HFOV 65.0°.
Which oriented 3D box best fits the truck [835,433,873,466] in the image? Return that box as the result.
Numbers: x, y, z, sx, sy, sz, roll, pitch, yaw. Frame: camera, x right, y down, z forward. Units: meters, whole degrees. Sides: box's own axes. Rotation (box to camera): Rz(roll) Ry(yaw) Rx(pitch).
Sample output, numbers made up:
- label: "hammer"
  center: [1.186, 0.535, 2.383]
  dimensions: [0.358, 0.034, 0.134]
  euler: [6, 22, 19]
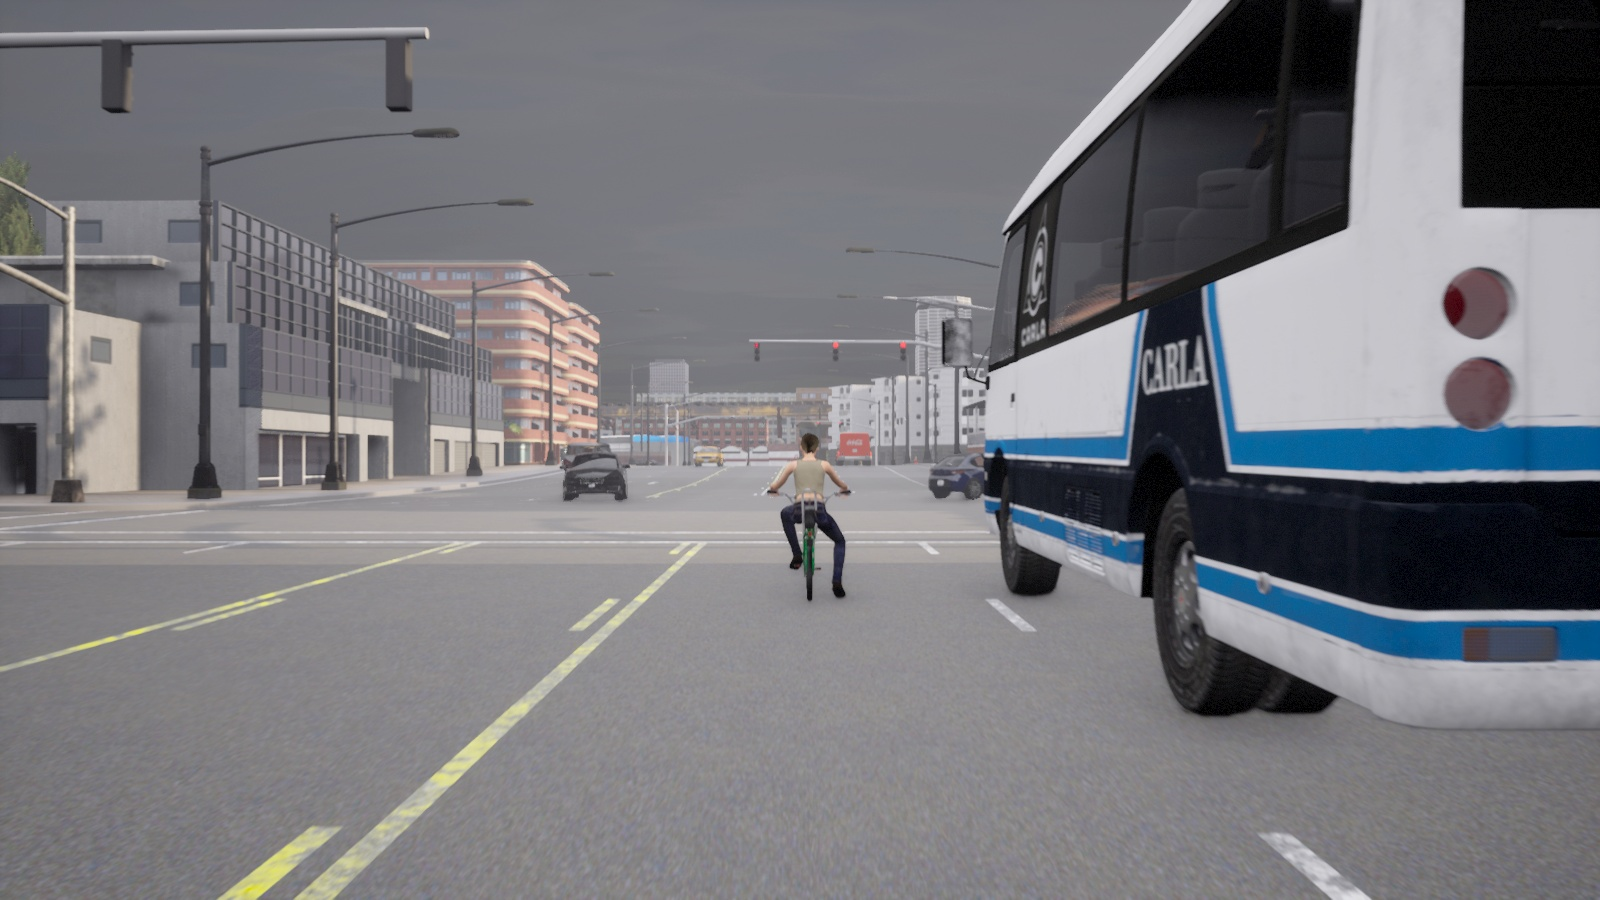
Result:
- label: "truck"
  center: [4.054, -0.006, 94.965]
  dimensions: [2.627, 2.467, 5.204]
  euler: [0, 0, 0]

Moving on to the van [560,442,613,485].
- label: "van"
  center: [-10.146, 0.610, 59.967]
  dimensions: [1.775, 1.987, 4.442]
  euler: [0, 1, 0]

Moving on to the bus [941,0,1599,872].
- label: "bus"
  center: [3.599, -0.667, 9.514]
  dimensions: [3.944, 4.253, 10.273]
  euler: [0, 0, 0]

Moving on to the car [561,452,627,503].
- label: "car"
  center: [-6.505, 0.839, 40.058]
  dimensions: [1.837, 1.490, 4.892]
  euler: [0, 0, -6]

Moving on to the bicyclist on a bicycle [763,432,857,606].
- label: "bicyclist on a bicycle"
  center: [0.090, 0.642, 12.392]
  dimensions: [0.866, 1.612, 1.509]
  euler: [0, 0, 0]

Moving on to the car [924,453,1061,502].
- label: "car"
  center: [6.146, 0.845, 39.981]
  dimensions: [4.193, 1.474, 1.816]
  euler: [0, 0, -33]

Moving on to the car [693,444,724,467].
- label: "car"
  center: [-6.477, 0.398, 89.607]
  dimensions: [1.801, 1.575, 5.366]
  euler: [0, 0, 0]
